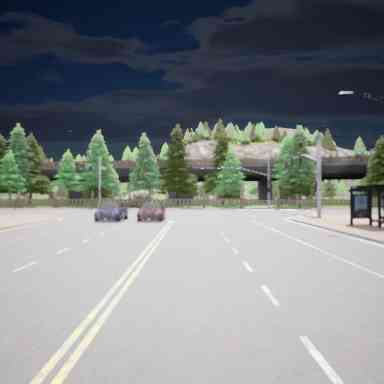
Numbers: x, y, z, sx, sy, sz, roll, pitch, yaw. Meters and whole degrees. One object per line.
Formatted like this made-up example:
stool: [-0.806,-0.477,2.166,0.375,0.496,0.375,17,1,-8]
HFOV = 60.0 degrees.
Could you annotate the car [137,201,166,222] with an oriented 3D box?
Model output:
car: [-3.492,1.622,29.076,2.097,1.767,4.553,0,0,0]

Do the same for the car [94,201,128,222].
car: [-6.992,1.624,29.072,2.097,1.767,4.553,0,0,0]
